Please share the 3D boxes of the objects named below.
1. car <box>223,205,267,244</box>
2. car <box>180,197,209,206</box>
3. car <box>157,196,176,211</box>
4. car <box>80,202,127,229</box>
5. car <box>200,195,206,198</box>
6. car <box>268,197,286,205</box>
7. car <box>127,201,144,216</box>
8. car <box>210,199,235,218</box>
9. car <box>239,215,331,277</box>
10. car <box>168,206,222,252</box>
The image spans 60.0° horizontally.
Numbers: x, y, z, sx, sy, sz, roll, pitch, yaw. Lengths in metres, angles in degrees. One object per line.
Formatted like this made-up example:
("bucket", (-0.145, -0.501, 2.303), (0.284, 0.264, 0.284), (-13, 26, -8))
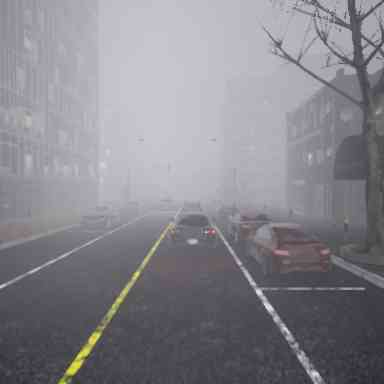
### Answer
("car", (2.744, 1.538, 15.586), (1.887, 1.381, 4.507), (-1, 0, 0))
("car", (0.041, 1.480, 27.932), (2.128, 1.511, 4.902), (0, 0, 1))
("car", (-3.058, 1.509, 40.083), (1.812, 1.442, 4.674), (0, 0, 0))
("car", (-5.809, 1.542, 21.285), (2.008, 1.369, 4.403), (-1, 0, 0))
("car", (2.663, 1.525, 81.772), (2.008, 1.369, 4.403), (-1, 0, 0))
("car", (16.303, 1.611, 61.299), (4.403, 1.369, 2.008), (0, 0, 1))
("car", (-5.837, 1.531, 32.574), (1.887, 1.381, 4.507), (-1, 0, 0))
("car", (2.803, 1.540, 26.874), (2.008, 1.369, 4.403), (-1, 0, 0))
("car", (2.711, 1.578, 9.941), (1.802, 1.307, 4.206), (-1, 0, 0))
("car", (0.046, 1.519, 13.693), (1.812, 1.442, 4.674), (0, 0, 0))
